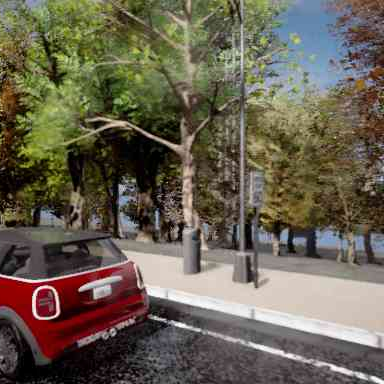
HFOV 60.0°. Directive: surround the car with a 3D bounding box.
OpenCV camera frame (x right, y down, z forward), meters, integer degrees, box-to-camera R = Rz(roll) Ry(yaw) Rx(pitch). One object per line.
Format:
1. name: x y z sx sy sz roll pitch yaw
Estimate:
1. car: -2.958 1.409 5.794 4.553 1.767 2.097 -1 0 35
